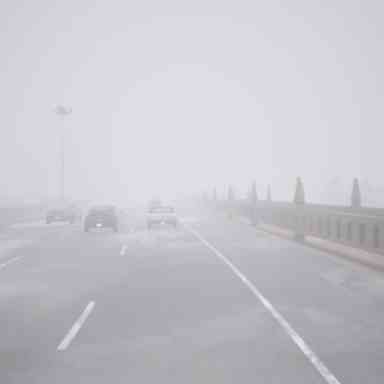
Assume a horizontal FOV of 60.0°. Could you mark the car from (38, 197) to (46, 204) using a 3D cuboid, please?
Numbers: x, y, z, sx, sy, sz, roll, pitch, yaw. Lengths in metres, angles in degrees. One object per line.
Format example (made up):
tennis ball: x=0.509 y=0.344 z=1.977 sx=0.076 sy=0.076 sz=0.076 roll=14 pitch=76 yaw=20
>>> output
car: x=-24.192 y=1.619 z=55.552 sx=1.837 sy=1.490 sz=4.892 roll=0 pitch=0 yaw=-7

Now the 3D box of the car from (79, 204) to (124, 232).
car: x=-5.331 y=1.533 z=20.403 sx=1.837 sy=1.490 sz=4.892 roll=0 pitch=0 yaw=-7

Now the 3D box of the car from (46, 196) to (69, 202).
car: x=-20.002 y=1.449 z=50.357 sx=2.097 sy=1.767 sz=4.553 roll=0 pitch=0 yaw=-7

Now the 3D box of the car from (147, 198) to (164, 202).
car: x=-4.532 y=1.537 z=41.345 sx=1.837 sy=1.490 sz=4.892 roll=0 pitch=0 yaw=-7

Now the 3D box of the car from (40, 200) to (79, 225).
car: x=-9.406 y=1.572 z=24.683 sx=1.812 sy=1.442 sz=4.674 roll=0 pitch=0 yaw=-7

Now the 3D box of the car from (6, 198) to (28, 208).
car: x=-27.251 y=1.689 z=51.904 sx=1.994 sy=1.385 sz=4.181 roll=0 pitch=0 yaw=-7

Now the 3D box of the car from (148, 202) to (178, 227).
car: x=-2.090 y=1.617 z=22.738 sx=1.895 sy=1.301 sz=4.718 roll=0 pitch=0 yaw=-7
